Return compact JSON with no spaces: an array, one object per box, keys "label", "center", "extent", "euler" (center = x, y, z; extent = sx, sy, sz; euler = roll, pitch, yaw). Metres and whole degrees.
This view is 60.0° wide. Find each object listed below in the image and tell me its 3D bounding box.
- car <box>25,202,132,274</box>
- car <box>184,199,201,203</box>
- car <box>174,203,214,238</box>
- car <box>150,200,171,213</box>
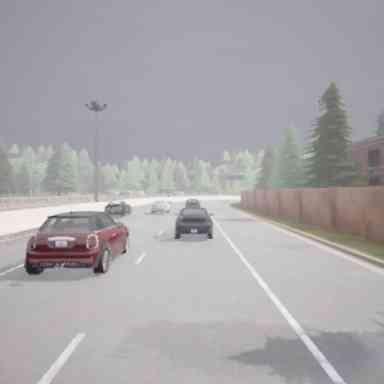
[{"label":"car","center":[-3.403,1.374,10.790],"extent":[2.097,1.767,4.553],"euler":[0,0,0]},{"label":"car","center":[0.090,1.594,41.265],"extent":[1.837,1.490,4.892],"euler":[0,0,0]},{"label":"car","center":[0.095,1.544,17.863],"extent":[1.837,1.490,4.892],"euler":[0,0,0]},{"label":"car","center":[-3.409,1.605,37.374],"extent":[1.812,1.442,4.674],"euler":[0,0,0]}]
